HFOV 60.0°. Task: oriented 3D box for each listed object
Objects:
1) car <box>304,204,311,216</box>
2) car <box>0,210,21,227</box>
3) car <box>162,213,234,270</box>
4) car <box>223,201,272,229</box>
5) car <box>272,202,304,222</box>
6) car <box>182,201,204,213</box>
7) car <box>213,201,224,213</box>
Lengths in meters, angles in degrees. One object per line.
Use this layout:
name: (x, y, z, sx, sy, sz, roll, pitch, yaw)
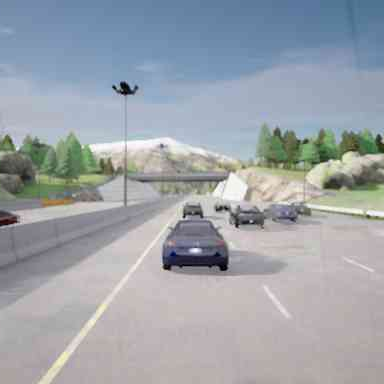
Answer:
car: (10.590, 1.710, 33.954, 1.994, 1.385, 4.181, 0, 0, 0)
car: (-10.505, 1.592, 16.565, 1.882, 1.535, 5.008, 0, 0, 0)
car: (0.096, 1.613, 11.272, 1.994, 1.385, 4.181, 0, 0, 0)
car: (3.595, 1.588, 22.538, 2.128, 1.511, 4.902, 0, 0, 0)
car: (7.091, 1.665, 27.254, 2.033, 1.411, 5.357, 0, 0, 0)
car: (0.091, 1.627, 31.583, 2.128, 1.511, 4.902, 0, 0, 0)
car: (3.588, 1.774, 40.226, 1.895, 1.301, 4.718, 0, 0, 0)
